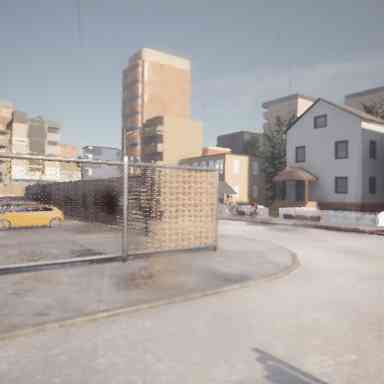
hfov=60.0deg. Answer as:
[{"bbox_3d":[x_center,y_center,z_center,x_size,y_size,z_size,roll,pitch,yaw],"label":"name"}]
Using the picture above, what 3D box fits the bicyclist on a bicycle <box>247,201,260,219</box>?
[{"bbox_3d":[5.679,1.643,30.499,1.656,1.620,0.582,1,0,-36],"label":"bicyclist on a bicycle"}]
